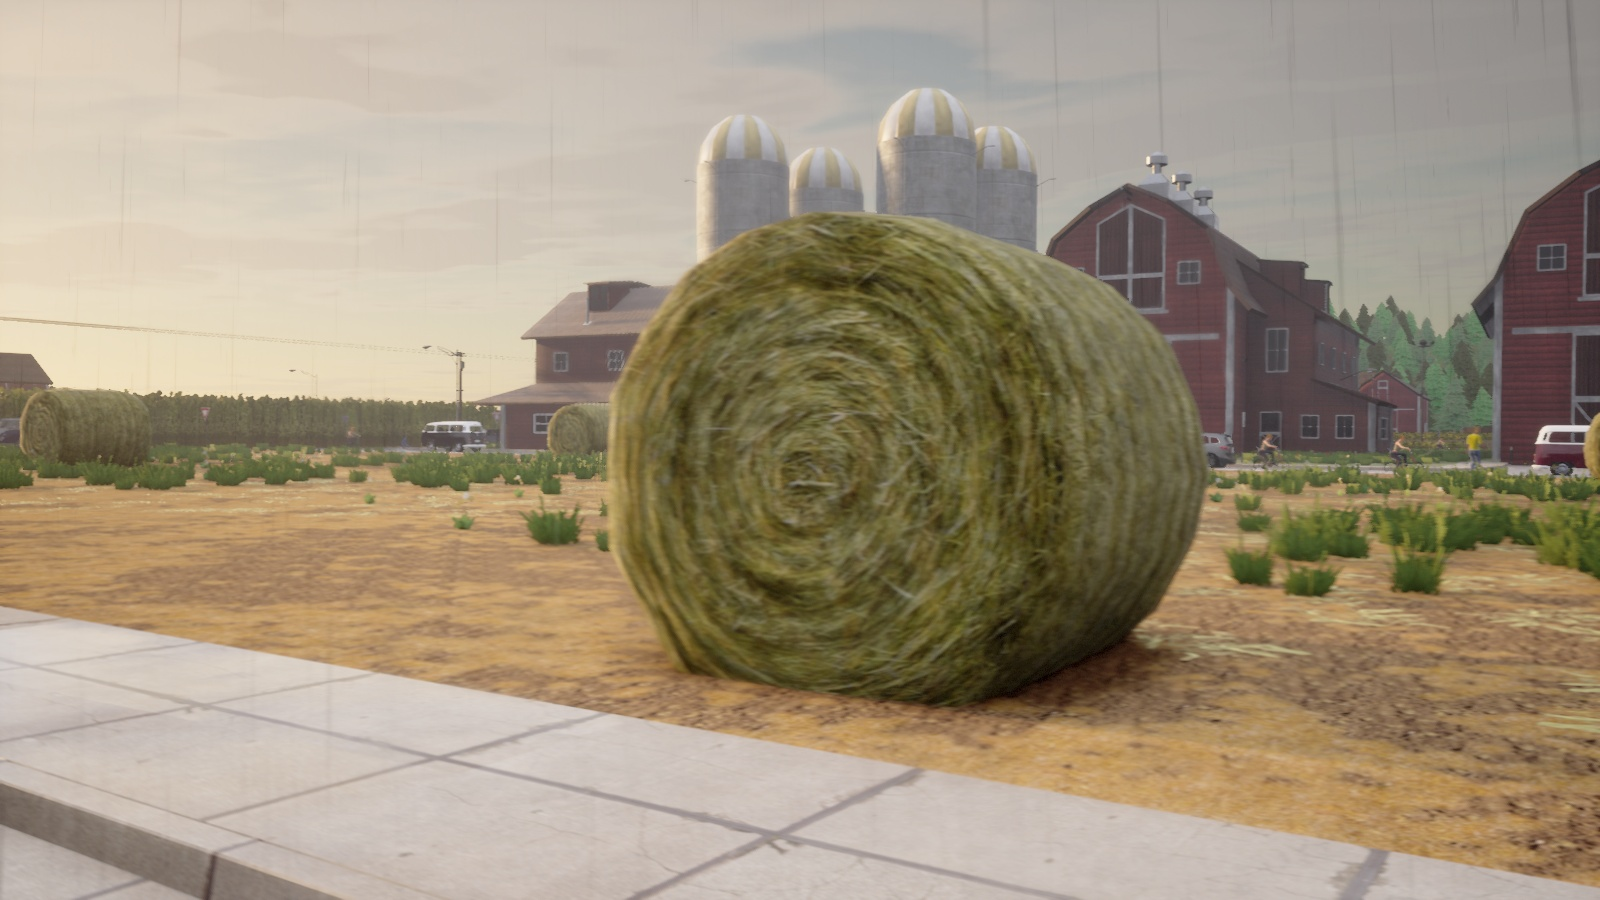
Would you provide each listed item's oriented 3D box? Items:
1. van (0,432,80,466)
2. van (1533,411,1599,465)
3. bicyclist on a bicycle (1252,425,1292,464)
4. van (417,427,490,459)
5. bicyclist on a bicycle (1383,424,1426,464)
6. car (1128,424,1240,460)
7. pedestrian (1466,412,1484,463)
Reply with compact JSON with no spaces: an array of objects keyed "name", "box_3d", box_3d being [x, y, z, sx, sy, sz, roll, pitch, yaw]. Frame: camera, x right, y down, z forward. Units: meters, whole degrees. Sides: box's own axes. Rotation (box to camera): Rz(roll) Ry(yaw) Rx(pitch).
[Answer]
[{"name":"van","box_3d":[-46.082,-0.094,75.592,1.775,1.987,4.442,0,1,31]},{"name":"van","box_3d":[30.384,-0.465,47.607,4.480,2.038,2.069,0,1,30]},{"name":"bicyclist on a bicycle","box_3d":[20.114,-0.235,53.514,1.509,1.612,0.866,0,1,30]},{"name":"van","box_3d":[-22.680,-0.452,82.164,4.480,2.038,2.069,0,1,30]},{"name":"bicyclist on a bicycle","box_3d":[24.549,-0.241,50.968,1.509,1.612,0.866,0,1,30]},{"name":"car","box_3d":[17.973,-0.383,58.785,4.611,1.667,2.242,0,1,30]},{"name":"pedestrian","box_3d":[24.463,-0.440,45.492,0.706,1.836,0.354,-1,1,-43]}]
